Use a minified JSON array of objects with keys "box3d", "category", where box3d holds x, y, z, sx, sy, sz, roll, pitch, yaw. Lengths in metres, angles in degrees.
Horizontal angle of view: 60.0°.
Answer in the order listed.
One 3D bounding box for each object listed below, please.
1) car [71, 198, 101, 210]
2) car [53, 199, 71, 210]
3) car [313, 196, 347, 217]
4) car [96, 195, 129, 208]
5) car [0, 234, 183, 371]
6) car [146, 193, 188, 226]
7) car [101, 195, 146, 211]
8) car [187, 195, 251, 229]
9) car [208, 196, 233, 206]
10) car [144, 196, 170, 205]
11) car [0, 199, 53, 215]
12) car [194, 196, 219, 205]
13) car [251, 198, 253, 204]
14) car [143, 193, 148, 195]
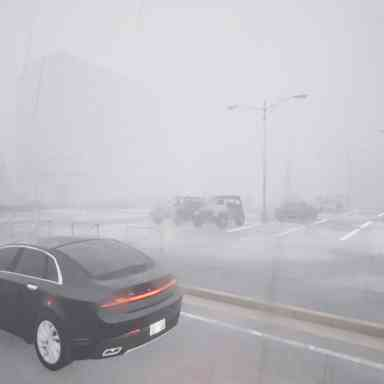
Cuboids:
[{"box3d":[-12.452,1.520,42.143,1.812,1.442,4.674,0,0,34],"category":"car"},{"box3d":[-17.126,1.541,41.486,2.033,1.411,5.357,0,0,34],"category":"car"},{"box3d":[13.796,1.394,33.136,1.970,1.475,3.806,0,0,34],"category":"car"},{"box3d":[-11.788,1.346,49.403,2.097,1.767,4.553,0,0,34],"category":"car"},{"box3d":[-2.416,1.504,5.725,4.892,1.490,1.837,0,0,36],"category":"car"},{"box3d":[-0.617,1.151,21.873,1.932,1.855,4.605,0,0,34],"category":"car"},{"box3d":[-8.381,1.486,41.578,2.128,1.511,4.902,0,0,34],"category":"car"},{"box3d":[1.747,1.155,20.203,1.905,1.878,3.866,0,0,34],"category":"car"},{"box3d":[4.770,1.487,54.838,2.128,1.511,4.902,0,0,34],"category":"car"},{"box3d":[-6.007,1.520,57.912,1.812,1.442,4.674,0,0,35],"category":"car"},{"box3d":[-17.455,1.595,34.732,1.895,1.301,4.718,0,0,34],"category":"car"},{"box3d":[2.576,1.486,57.843,2.128,1.511,4.902,0,0,34],"category":"car"},{"box3d":[9.892,1.500,62.446,1.837,1.490,4.892,0,0,34],"category":"car"},{"box3d":[-6.564,1.216,50.853,2.150,2.045,5.566,0,0,34],"category":"car"}]
